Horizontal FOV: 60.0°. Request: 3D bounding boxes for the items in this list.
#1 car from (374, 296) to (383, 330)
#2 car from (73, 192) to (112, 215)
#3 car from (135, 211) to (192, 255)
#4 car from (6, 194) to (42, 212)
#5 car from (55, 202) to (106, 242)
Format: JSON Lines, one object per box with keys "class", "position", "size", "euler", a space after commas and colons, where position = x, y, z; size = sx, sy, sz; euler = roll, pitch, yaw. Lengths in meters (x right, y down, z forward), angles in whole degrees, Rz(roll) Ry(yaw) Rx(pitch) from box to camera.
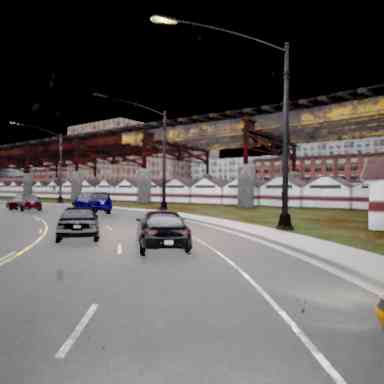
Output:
{"class": "car", "position": [3.413, 1.479, 2.398], "size": [1.801, 1.575, 5.366], "euler": [1, 0, 1]}
{"class": "car", "position": [-9.225, 0.995, 30.515], "size": [2.150, 2.045, 5.566], "euler": [1, 0, -37]}
{"class": "car", "position": [-1.194, 1.455, 13.016], "size": [1.812, 1.442, 4.674], "euler": [1, 0, -11]}
{"class": "car", "position": [-17.118, 1.034, 33.834], "size": [4.553, 1.767, 2.097], "euler": [1, 0, 43]}
{"class": "car", "position": [-5.381, 1.424, 15.782], "size": [2.033, 1.411, 5.357], "euler": [1, 0, -17]}
